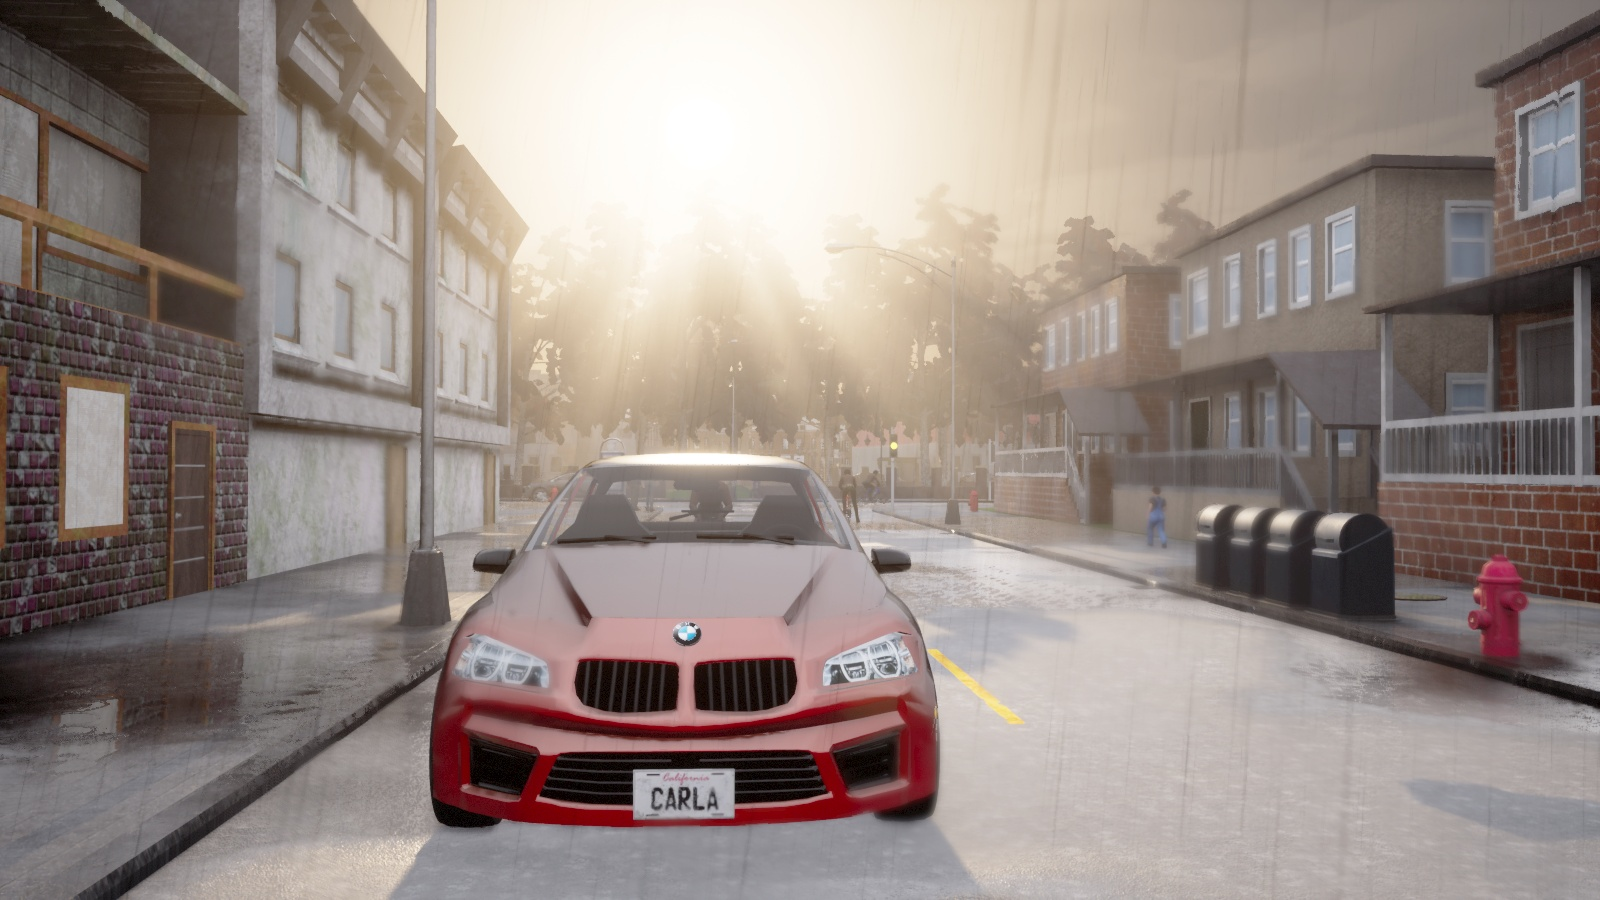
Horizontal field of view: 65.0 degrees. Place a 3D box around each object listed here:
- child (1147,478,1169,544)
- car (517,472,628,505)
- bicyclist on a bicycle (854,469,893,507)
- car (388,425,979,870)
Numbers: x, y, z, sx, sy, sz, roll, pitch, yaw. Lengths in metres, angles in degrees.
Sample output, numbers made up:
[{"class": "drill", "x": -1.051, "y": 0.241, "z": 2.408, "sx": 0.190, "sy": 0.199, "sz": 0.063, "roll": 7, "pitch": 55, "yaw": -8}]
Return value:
[{"class": "child", "x": 6.966, "y": 1.186, "z": 24.459, "sx": 0.270, "sy": 1.263, "sz": 0.437, "roll": 0, "pitch": -1, "yaw": -4}, {"class": "car", "x": -10.845, "y": 1.820, "z": 60.068, "sx": 4.902, "sy": 1.511, "sz": 2.128, "roll": 0, "pitch": -1, "yaw": 0}, {"class": "bicyclist on a bicycle", "x": 3.282, "y": 1.690, "z": 55.844, "sx": 1.656, "sy": 1.620, "sz": 0.582, "roll": 1, "pitch": 1, "yaw": -33}, {"class": "car", "x": -0.578, "y": 0.780, "z": 7.099, "sx": 2.242, "sy": 1.667, "sz": 4.611, "roll": 0, "pitch": -1, "yaw": -4}]
